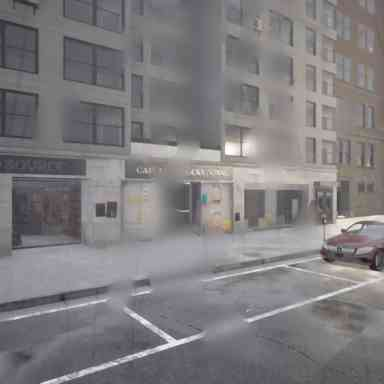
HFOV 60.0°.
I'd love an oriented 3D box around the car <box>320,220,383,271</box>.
[{"bbox_3d":[5.935,1.582,10.804,4.206,1.307,1.802,0,0,-36],"label":"car"}]
